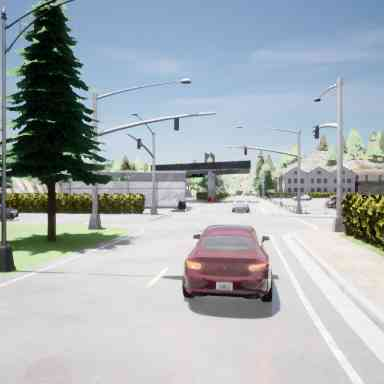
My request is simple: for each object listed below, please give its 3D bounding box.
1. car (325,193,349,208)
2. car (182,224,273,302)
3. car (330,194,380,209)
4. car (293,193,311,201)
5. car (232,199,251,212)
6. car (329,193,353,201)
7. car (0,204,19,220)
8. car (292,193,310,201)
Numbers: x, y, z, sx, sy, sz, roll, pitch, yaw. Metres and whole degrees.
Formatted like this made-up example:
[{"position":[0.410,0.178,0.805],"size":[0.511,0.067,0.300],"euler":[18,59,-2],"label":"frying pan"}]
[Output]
[{"position":[19.533,1.330,42.034],"size":[5.027,1.636,2.152],"euler":[0,0,9],"label":"car"},{"position":[0.941,1.526,8.249],"size":[1.812,1.442,4.674],"euler":[0,0,9],"label":"car"},{"position":[19.087,1.339,38.929],"size":[4.514,1.523,2.007],"euler":[0,0,9],"label":"car"},{"position":[26.042,1.077,79.052],"size":[3.866,1.878,1.905],"euler":[0,0,9],"label":"car"},{"position":[5.805,1.525,39.038],"size":[1.812,1.442,4.674],"euler":[0,0,11],"label":"car"},{"position":[33.290,1.097,74.560],"size":[4.605,1.855,1.932],"euler":[0,0,9],"label":"car"},{"position":[-16.205,1.491,26.282],"size":[4.902,1.511,2.128],"euler":[0,0,9],"label":"car"},{"position":[24.912,1.361,75.867],"size":[3.806,1.475,1.970],"euler":[0,0,9],"label":"car"}]
